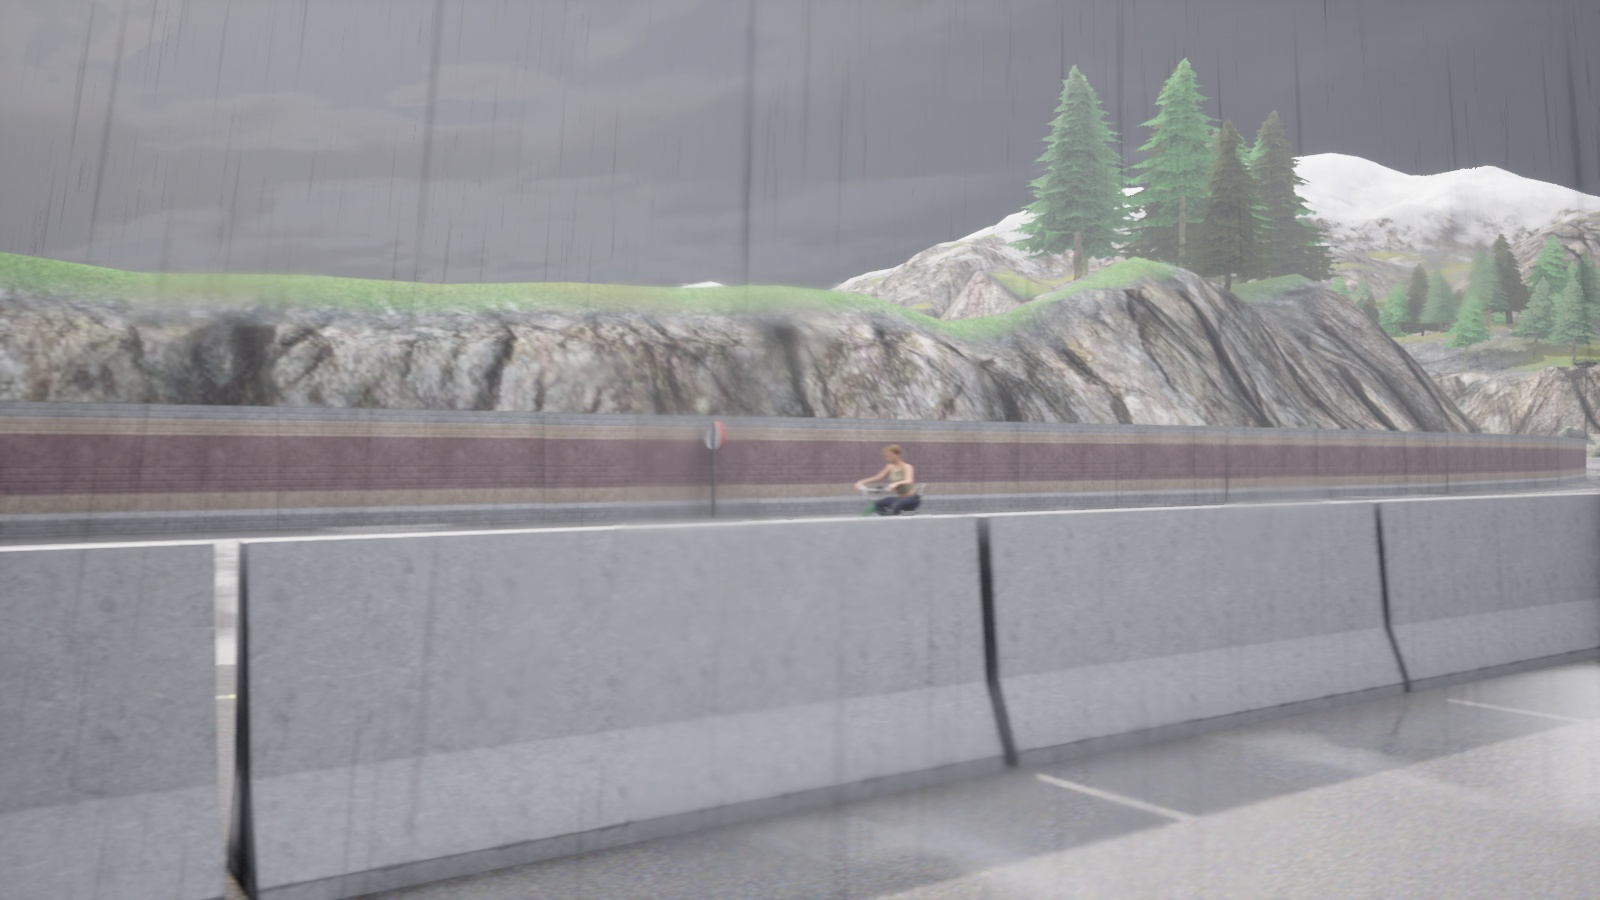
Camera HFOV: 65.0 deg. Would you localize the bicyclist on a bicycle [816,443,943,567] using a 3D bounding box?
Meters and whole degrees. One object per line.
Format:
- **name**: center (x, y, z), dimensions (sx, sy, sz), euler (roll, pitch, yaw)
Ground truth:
- **bicyclist on a bicycle**: center (1.091, 0.721, 17.182), dimensions (1.509, 1.612, 0.866), euler (0, 0, -34)
